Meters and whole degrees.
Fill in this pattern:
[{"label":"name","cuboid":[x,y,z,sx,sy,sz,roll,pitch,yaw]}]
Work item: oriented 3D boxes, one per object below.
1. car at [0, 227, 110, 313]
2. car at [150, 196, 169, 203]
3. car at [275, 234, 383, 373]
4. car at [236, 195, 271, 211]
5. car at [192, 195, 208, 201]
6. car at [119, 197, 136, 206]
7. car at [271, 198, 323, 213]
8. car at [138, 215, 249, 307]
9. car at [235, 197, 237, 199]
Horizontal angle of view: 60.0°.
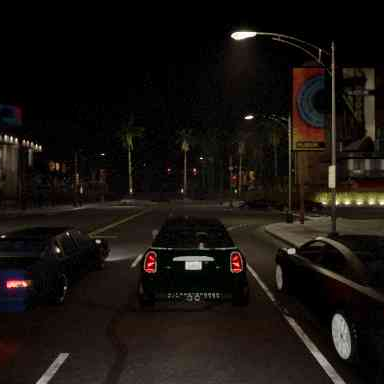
[{"label":"car","cuboid":[-3.469,1.547,7.934,2.033,1.411,5.357,0,0,0]},{"label":"car","cuboid":[-6.714,1.540,69.442,2.033,1.411,5.357,0,0,23]},{"label":"car","cuboid":[2.880,1.480,5.816,2.097,1.535,5.008,0,0,-1]},{"label":"car","cuboid":[8.371,1.507,41.167,4.892,1.490,1.837,1,2,18]},{"label":"car","cuboid":[1.959,1.500,82.661,1.837,1.490,4.892,0,0,43]},{"label":"car","cuboid":[-10.379,1.525,54.026,1.812,1.442,4.674,0,0,4]},{"label":"car","cuboid":[11.761,1.477,36.726,5.008,1.535,1.882,0,0,4]},{"label":"car","cuboid":[0.032,1.352,8.153,2.097,1.767,4.553,0,0,0]},{"label":"car","cuboid":[14.520,1.531,92.392,5.357,1.411,2.033,0,0,-32]}]
